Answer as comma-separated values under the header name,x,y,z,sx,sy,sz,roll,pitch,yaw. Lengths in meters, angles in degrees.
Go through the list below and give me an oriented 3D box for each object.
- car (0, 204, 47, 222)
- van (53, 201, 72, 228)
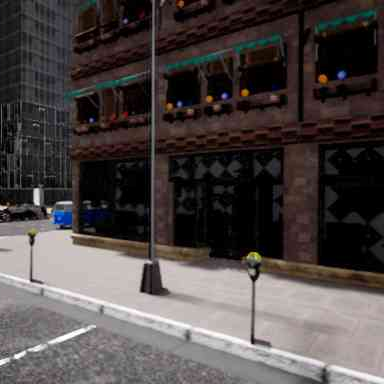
name,x,y,z,sx,sy,sz,roll,pitch,yaw
car,-14.290,1.664,27.696,1.947,1.339,4.313,1,1,35
van,-7.444,1.504,22.858,1.690,1.788,3.998,1,1,35
